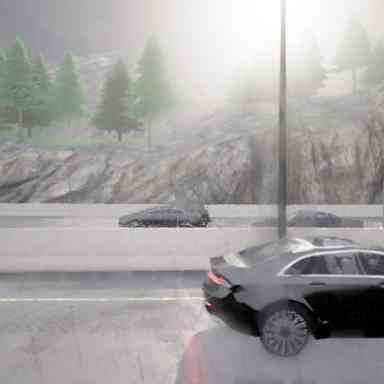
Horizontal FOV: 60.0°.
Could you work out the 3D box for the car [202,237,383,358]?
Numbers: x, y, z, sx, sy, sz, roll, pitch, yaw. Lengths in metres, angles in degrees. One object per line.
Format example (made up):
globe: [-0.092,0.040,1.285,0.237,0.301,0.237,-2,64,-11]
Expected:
car: [2.614,1.531,5.505,4.902,1.511,2.128,0,0,-3]
